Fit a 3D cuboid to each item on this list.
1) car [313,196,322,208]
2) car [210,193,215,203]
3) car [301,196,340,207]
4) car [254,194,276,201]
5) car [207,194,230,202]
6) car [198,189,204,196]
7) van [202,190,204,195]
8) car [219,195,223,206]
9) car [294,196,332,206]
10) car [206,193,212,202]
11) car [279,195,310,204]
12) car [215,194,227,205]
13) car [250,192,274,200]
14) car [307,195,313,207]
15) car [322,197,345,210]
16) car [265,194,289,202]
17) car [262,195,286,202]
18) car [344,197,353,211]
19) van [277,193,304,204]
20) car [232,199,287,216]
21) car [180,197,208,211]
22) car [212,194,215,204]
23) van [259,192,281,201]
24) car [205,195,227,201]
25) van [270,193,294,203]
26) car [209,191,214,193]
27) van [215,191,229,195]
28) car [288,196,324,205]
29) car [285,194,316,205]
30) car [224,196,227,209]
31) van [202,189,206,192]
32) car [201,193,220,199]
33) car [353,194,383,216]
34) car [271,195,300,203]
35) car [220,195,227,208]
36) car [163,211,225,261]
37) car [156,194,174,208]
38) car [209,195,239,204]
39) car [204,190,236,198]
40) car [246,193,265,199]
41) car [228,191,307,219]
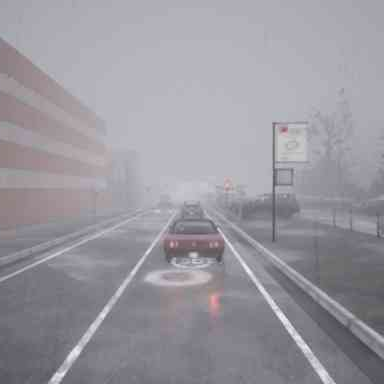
[{"bbox_3d":[18.565,1.385,42.351,5.008,1.535,2.097,0,0,-1],"label":"car"},{"bbox_3d":[6.002,1.366,53.367,5.366,1.575,1.946,0,0,-1],"label":"car"},{"bbox_3d":[18.505,1.406,47.999,4.792,1.488,2.163,0,0,-1],"label":"car"},{"bbox_3d":[17.910,1.292,82.011,5.008,1.535,2.097,0,1,-1],"label":"car"},{"bbox_3d":[5.565,1.218,70.316,4.553,1.767,2.185,0,0,-1],"label":"car"},{"bbox_3d":[5.175,0.886,90.108,5.566,2.045,2.435,0,1,-1],"label":"car"},{"bbox_3d":[5.459,1.068,81.757,4.442,1.987,1.878,0,1,-1],"label":"van"},{"bbox_3d":[6.007,1.427,42.063,4.674,1.452,2.002,0,0,-1],"label":"car"},{"bbox_3d":[18.431,1.372,50.946,5.008,1.535,2.097,0,0,-1],"label":"car"},{"bbox_3d":[5.583,1.362,56.186,5.366,1.575,1.946,0,0,-1],"label":"car"},{"bbox_3d":[18.290,1.359,59.415,5.008,1.535,2.097,0,0,-1],"label":"car"},{"bbox_3d":[5.928,1.412,44.888,4.792,1.488,2.163,0,0,-1],"label":"car"},{"bbox_3d":[17.840,0.990,84.840,5.566,2.045,2.435,0,1,-1],"label":"car"},{"bbox_3d":[18.518,1.380,45.174,5.008,1.535,2.097,0,0,-1],"label":"car"},{"bbox_3d":[18.613,1.390,39.527,4.892,1.521,2.231,0,0,-1],"label":"car"},{"bbox_3d":[18.068,1.216,70.707,4.553,1.767,2.185,0,0,-1],"label":"car"},{"bbox_3d":[18.087,1.367,73.406,4.792,1.488,2.163,0,0,-1],"label":"car"},{"bbox_3d":[18.722,1.396,33.882,4.892,1.521,2.231,0,0,-1],"label":"car"},{"bbox_3d":[18.356,1.129,62.113,4.442,1.987,1.878,0,0,-1],"label":"van"},{"bbox_3d":[6.191,1.437,30.760,4.674,1.452,2.002,0,0,-1],"label":"car"},{"bbox_3d":[-0.017,1.480,28.838,2.128,1.511,4.902,0,0,0],"label":"car"},{"bbox_3d":[5.861,1.414,50.539,4.674,1.452,2.002,0,0,-1],"label":"car"},{"bbox_3d":[17.890,1.108,76.229,4.442,1.987,1.878,0,0,-1],"label":"van"},{"bbox_3d":[5.436,1.375,75.967,4.674,1.452,2.002,0,0,-1],"label":"car"},{"bbox_3d":[18.265,1.121,67.763,4.442,1.987,1.878,0,0,-1],"label":"van"},{"bbox_3d":[5.753,1.235,59.015,4.553,1.767,2.185,0,0,-1],"label":"car"},{"bbox_3d":[6.027,1.152,47.715,4.442,1.987,1.878,0,0,-1],"label":"van"},{"bbox_3d":[18.374,1.367,53.769,5.008,1.535,2.097,0,0,-1],"label":"car"},{"bbox_3d":[18.363,1.238,56.592,4.553,1.767,2.185,0,0,-1],"label":"car"},{"bbox_3d":[6.141,1.396,33.587,5.008,1.535,2.097,0,0,-1],"label":"car"},{"bbox_3d":[5.367,0.966,87.286,4.442,1.987,1.878,0,1,-1],"label":"van"},{"bbox_3d":[5.161,1.083,92.938,5.008,1.535,2.097,0,1,-1],"label":"car"},{"bbox_3d":[18.733,1.145,31.181,5.566,2.045,2.435,0,0,-1],"label":"car"},{"bbox_3d":[18.200,1.352,64.937,4.892,1.521,2.231,0,0,-1],"label":"car"},{"bbox_3d":[6.049,1.431,39.237,4.674,1.452,2.002,0,0,-1],"label":"car"},{"bbox_3d":[0.060,1.605,12.209,1.895,1.301,4.718,0,0,0],"label":"car"},{"bbox_3d":[-3.558,1.071,43.787,2.097,1.767,4.553,0,1,0],"label":"car"},{"bbox_3d":[5.860,1.354,61.843,5.366,1.575,1.946,0,0,-1],"label":"car"},{"bbox_3d":[5.656,1.101,64.666,5.566,2.045,2.435,0,0,-1],"label":"car"},{"bbox_3d":[17.738,1.082,93.189,4.892,1.521,2.231,0,1,-1],"label":"car"},{"bbox_3d":[6.212,1.147,27.935,5.566,2.045,2.435,0,0,-1],"label":"car"}]
